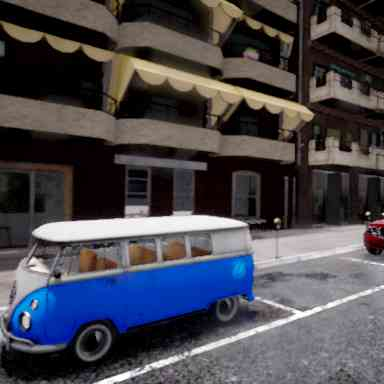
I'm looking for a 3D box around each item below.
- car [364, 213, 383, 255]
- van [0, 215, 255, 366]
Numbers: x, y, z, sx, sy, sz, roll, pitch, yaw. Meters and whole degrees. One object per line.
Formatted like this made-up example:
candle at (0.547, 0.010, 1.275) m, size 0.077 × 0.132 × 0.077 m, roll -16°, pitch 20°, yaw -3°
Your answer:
car at (8.248, 1.305, 11.946) m, size 5.009 × 1.841 × 2.192 m, roll 0°, pitch 1°, yaw -35°
van at (-0.760, 1.339, 5.527) m, size 3.998 × 1.788 × 1.690 m, roll 0°, pitch 2°, yaw -35°
